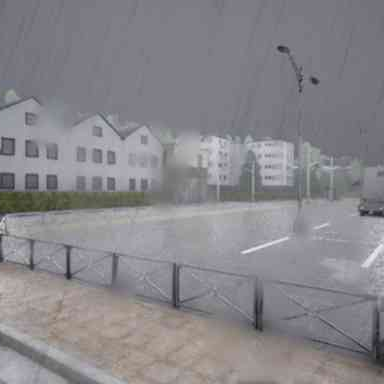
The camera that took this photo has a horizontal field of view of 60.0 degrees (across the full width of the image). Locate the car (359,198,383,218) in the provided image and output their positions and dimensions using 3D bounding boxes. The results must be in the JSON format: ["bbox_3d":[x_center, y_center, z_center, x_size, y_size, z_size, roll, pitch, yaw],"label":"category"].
[{"bbox_3d":[14.941,1.268,27.153,2.007,1.523,4.514,1,0,35],"label":"car"}]
